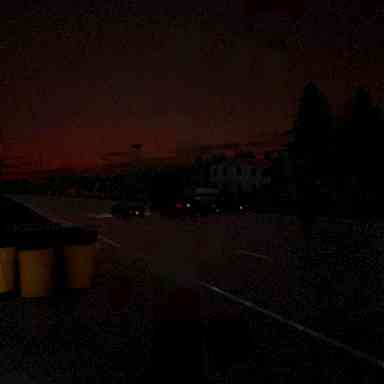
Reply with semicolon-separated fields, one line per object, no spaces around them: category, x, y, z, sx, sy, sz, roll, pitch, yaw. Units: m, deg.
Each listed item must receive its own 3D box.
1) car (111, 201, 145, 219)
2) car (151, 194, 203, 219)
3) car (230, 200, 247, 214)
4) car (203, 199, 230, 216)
car;-5.593;1.496;28.859;1.812;1.442;4.674;0;0;-30
car;-1.654;1.174;29.041;2.150;2.045;5.566;0;0;-30
car;3.719;1.485;33.734;1.994;1.385;4.181;0;0;-30
car;1.056;1.428;31.349;2.128;1.511;4.902;0;0;-30
